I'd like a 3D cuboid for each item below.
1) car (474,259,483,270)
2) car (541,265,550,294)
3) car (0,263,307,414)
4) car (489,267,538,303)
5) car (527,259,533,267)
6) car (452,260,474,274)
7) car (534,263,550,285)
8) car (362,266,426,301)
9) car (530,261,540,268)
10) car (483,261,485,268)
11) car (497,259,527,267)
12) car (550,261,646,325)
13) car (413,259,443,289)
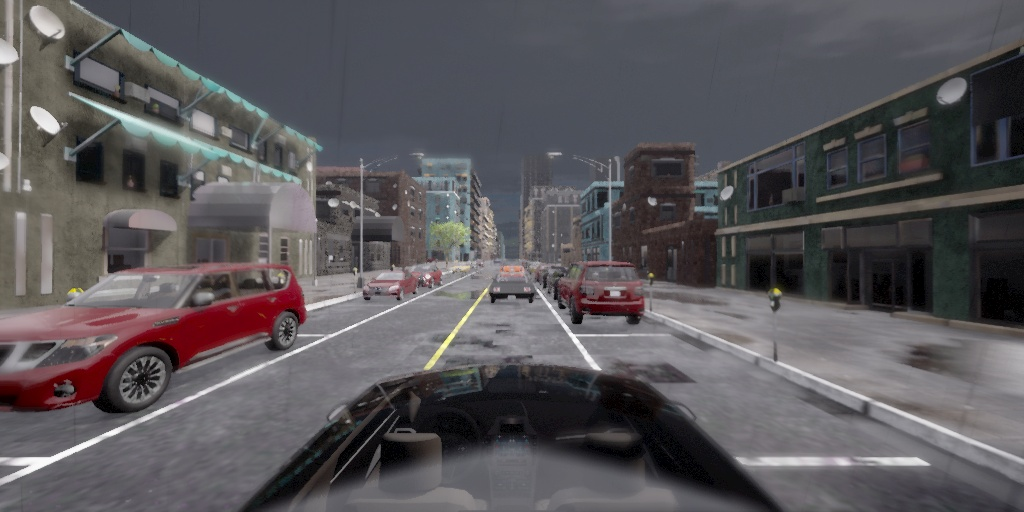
[{"bbox_3d":[-5.812,1.320,52.128,2.007,1.370,4.403,0,0,0],"label":"car"},{"bbox_3d":[2.691,1.318,17.284,1.948,1.339,4.313,0,0,0],"label":"car"},{"bbox_3d":[-5.690,1.063,6.220,2.192,1.841,5.009,0,0,0],"label":"car"},{"bbox_3d":[0.000,1.369,16.531,1.895,1.301,4.718,0,0,0],"label":"car"},{"bbox_3d":[2.752,1.287,39.280,1.751,1.417,4.829,0,0,0],"label":"car"},{"bbox_3d":[-5.759,1.288,40.893,1.751,1.417,4.829,0,0,0],"label":"car"},{"bbox_3d":[2.691,1.320,22.817,1.948,1.339,4.313,0,0,0],"label":"car"},{"bbox_3d":[-5.690,1.334,17.285,1.802,1.307,4.207,0,0,0],"label":"car"},{"bbox_3d":[2.698,1.301,28.044,1.888,1.381,4.507,0,0,0],"label":"car"},{"bbox_3d":[-5.819,1.218,62.947,1.967,1.591,4.097,0,0,0],"label":"car"},{"bbox_3d":[0.000,1.125,31.471,2.097,1.767,4.553,0,0,0],"label":"car"},{"bbox_3d":[2.691,1.064,11.751,2.192,1.841,5.009,0,0,0],"label":"car"},{"bbox_3d":[-5.689,1.194,22.819,1.967,1.591,4.097,0,0,0],"label":"car"}]
